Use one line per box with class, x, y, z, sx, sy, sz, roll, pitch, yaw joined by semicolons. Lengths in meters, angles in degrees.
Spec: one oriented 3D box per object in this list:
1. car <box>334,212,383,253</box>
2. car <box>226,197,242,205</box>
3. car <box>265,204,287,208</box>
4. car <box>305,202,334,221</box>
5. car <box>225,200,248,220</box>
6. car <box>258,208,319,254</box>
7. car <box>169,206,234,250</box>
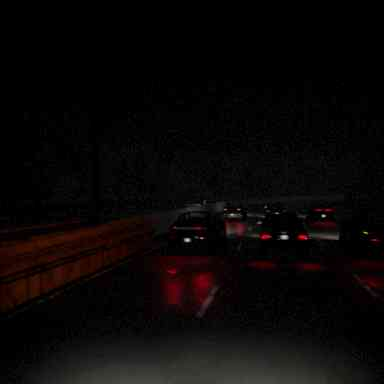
car;7.219;1.529;13.342;1.812;1.442;4.674;-1;0;14
car;9.170;1.924;72.155;2.128;1.511;4.902;-1;0;25
car;7.245;1.678;28.686;1.994;1.385;4.181;-1;0;13
car;10.646;1.571;27.869;1.837;1.490;4.892;-1;0;13
car;3.834;1.656;29.476;2.128;1.511;4.902;-1;0;13
car;3.719;1.599;13.768;2.033;1.411;5.357;-1;0;13
car;0.386;1.595;14.869;2.128;1.511;4.902;-1;0;13
